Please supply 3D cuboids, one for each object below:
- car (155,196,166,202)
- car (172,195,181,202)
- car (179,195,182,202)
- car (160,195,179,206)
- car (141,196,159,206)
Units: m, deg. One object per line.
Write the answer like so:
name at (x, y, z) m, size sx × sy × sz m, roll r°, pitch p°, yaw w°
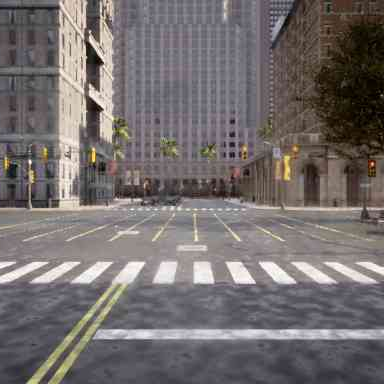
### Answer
car at (-6.941, 1.553, 73.543) m, size 1.994 × 1.385 × 4.181 m, roll 0°, pitch 0°, yaw 1°
car at (-3.424, 1.500, 75.310) m, size 1.837 × 1.490 × 4.892 m, roll 0°, pitch 0°, yaw 1°
car at (-3.569, 1.491, 64.898) m, size 2.128 × 1.511 × 4.902 m, roll 0°, pitch 0°, yaw 1°
car at (-3.641, 1.547, 55.052) m, size 2.033 × 1.411 × 5.357 m, roll 0°, pitch 0°, yaw 0°
car at (-7.134, 1.491, 54.290) m, size 2.128 × 1.511 × 4.902 m, roll 0°, pitch 0°, yaw 0°
